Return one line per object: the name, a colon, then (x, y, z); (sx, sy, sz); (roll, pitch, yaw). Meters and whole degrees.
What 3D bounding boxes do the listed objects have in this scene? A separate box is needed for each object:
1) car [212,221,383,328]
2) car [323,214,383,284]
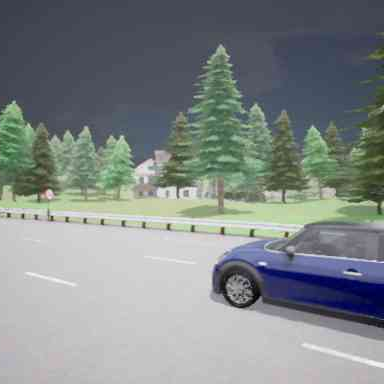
car: (2.619, 1.329, 6.301); (4.553, 1.767, 2.097); (1, 0, 35)
car: (6.070, 1.465, 8.165); (5.008, 1.535, 1.882); (1, 0, 36)
